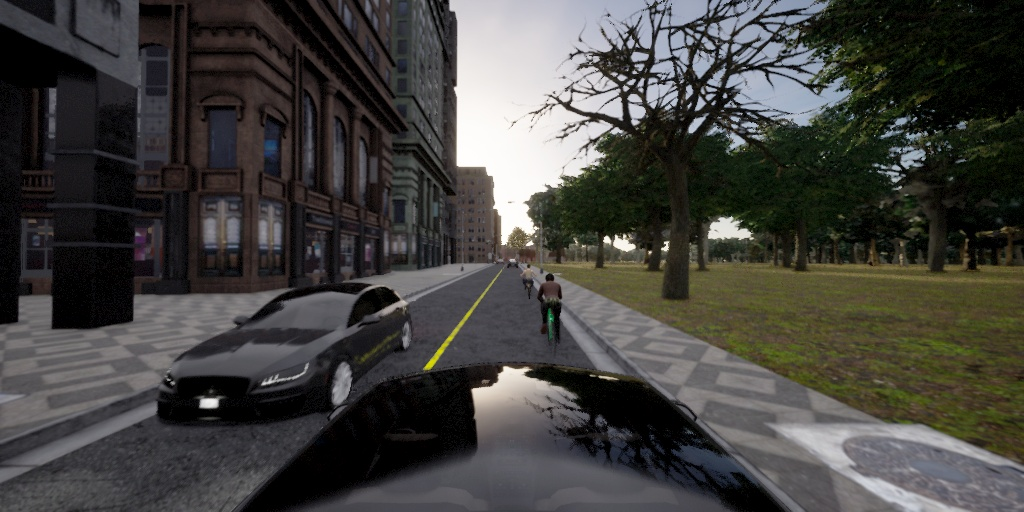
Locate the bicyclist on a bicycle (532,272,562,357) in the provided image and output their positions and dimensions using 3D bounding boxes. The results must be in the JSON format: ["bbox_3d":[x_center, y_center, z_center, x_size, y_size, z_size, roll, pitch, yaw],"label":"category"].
[{"bbox_3d":[0.826,1.206,7.659,0.582,1.620,1.656,0,0,0],"label":"bicyclist on a bicycle"}]

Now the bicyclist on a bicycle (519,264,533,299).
[{"bbox_3d":[0.791,1.197,17.210,0.866,1.612,1.509,0,0,1],"label":"bicyclist on a bicycle"}]

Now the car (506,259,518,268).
[{"bbox_3d":[0.108,1.390,64.419,1.812,1.442,4.674,0,0,0],"label":"car"}]

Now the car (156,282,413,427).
[{"bbox_3d":[-3.099,1.257,6.099,1.837,1.490,4.892,0,0,0],"label":"car"}]
